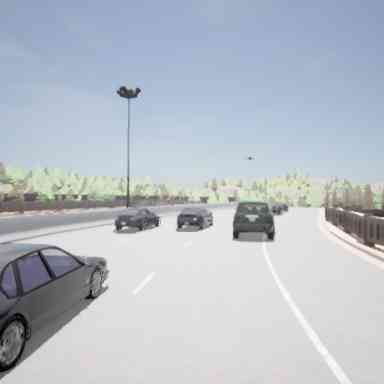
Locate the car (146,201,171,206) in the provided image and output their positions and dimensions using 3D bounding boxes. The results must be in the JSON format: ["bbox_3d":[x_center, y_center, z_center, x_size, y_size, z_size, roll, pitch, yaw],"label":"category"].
[{"bbox_3d":[-4.808,2.225,51.622,1.812,1.442,4.674,0,-1,21],"label":"car"}]

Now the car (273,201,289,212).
[{"bbox_3d":[13.846,2.269,51.692,1.882,1.535,5.008,0,-1,21],"label":"car"}]

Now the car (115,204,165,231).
[{"bbox_3d":[-3.674,1.829,22.910,1.812,1.442,4.674,0,-1,15],"label":"car"}]

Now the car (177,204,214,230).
[{"bbox_3d":[0.309,1.846,24.215,1.837,1.490,4.892,0,-1,16],"label":"car"}]

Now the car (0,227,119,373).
[{"bbox_3d":[-3.107,1.614,5.708,2.033,1.411,5.357,0,-1,5],"label":"car"}]

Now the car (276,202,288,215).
[{"bbox_3d":[10.653,2.140,42.728,2.128,1.511,4.902,0,-1,22],"label":"car"}]

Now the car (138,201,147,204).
[{"bbox_3d":[-7.568,2.227,54.171,1.837,1.490,4.892,0,-1,21],"label":"car"}]

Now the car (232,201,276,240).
[{"bbox_3d":[3.648,1.514,19.340,2.150,2.045,5.566,0,-1,14],"label":"car"}]

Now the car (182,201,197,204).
[{"bbox_3d":[-0.563,2.229,52.898,2.128,1.511,4.902,0,-1,21],"label":"car"}]
